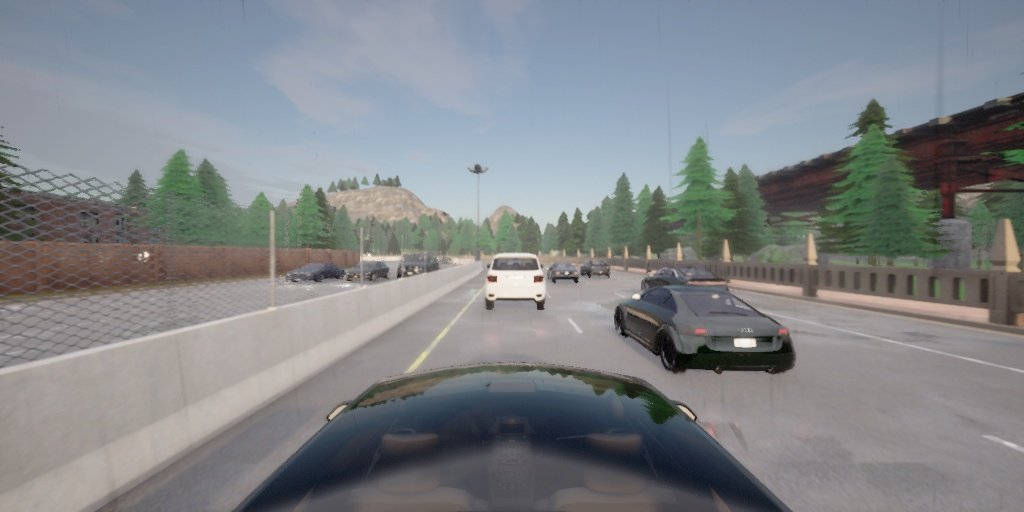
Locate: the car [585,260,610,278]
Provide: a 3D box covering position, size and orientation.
[{"bbox_3d":[7.167,1.100,31.290,2.128,1.511,4.902,0,0,0],"label":"car"}]

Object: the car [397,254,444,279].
[{"bbox_3d":[-7.047,0.836,27.536,2.150,2.045,5.566,0,0,0],"label":"car"}]

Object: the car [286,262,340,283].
[{"bbox_3d":[-14.044,1.163,26.183,2.033,1.411,5.357,0,0,0],"label":"car"}]

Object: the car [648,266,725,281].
[{"bbox_3d":[7.127,1.180,15.302,2.128,1.511,4.902,0,0,0],"label":"car"}]

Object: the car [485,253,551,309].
[{"bbox_3d":[0.126,0.908,14.624,2.150,2.045,5.566,0,0,0],"label":"car"}]

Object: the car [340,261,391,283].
[{"bbox_3d":[-10.554,1.121,26.656,1.837,1.490,4.892,0,0,0],"label":"car"}]

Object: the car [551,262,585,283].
[{"bbox_3d":[3.653,1.177,26.350,2.033,1.411,5.357,0,0,0],"label":"car"}]

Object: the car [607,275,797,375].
[{"bbox_3d":[3.594,1.289,7.517,1.994,1.385,4.181,0,0,0],"label":"car"}]
